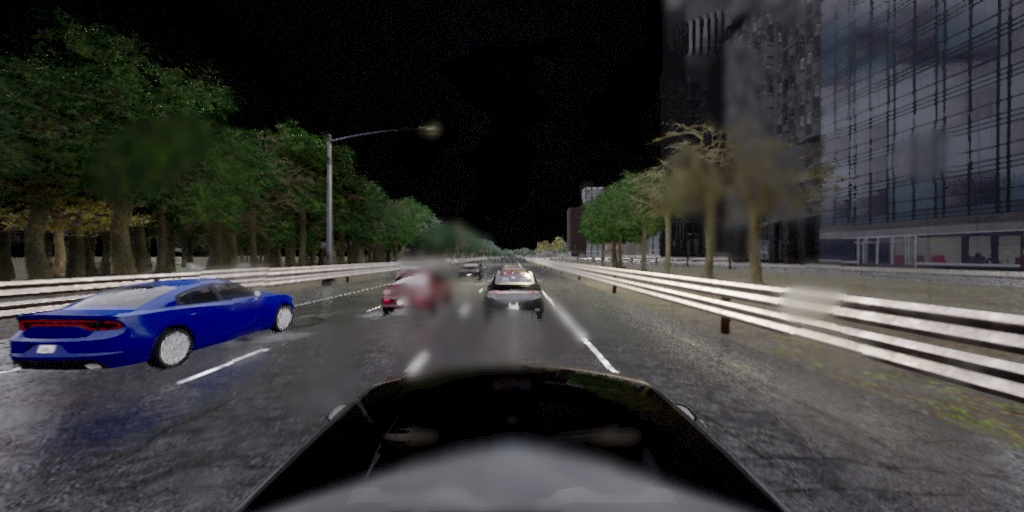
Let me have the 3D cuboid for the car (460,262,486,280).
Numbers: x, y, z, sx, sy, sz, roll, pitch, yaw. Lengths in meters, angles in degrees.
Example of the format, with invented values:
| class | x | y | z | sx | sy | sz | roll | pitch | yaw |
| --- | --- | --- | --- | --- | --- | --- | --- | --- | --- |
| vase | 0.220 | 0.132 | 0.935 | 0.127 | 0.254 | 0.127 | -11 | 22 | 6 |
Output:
| class | x | y | z | sx | sy | sz | roll | pitch | yaw |
| --- | --- | --- | --- | --- | --- | --- | --- | --- | --- |
| car | -3.403 | 1.279 | 31.305 | 1.837 | 1.490 | 4.892 | 0 | 0 | 0 |

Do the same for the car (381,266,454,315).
| class | x | y | z | sx | sy | sz | roll | pitch | yaw |
| --- | --- | --- | --- | --- | --- | --- | --- | --- | --- |
| car | -3.408 | 1.289 | 13.496 | 1.812 | 1.442 | 4.674 | 0 | 0 | 0 |

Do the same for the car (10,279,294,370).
| class | x | y | z | sx | sy | sz | roll | pitch | yaw |
| --- | --- | --- | --- | --- | --- | --- | --- | --- | --- |
| car | -6.929 | 1.235 | 7.830 | 1.882 | 1.535 | 5.008 | 0 | 0 | 0 |

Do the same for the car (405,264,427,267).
| class | x | y | z | sx | sy | sz | roll | pitch | yaw |
| --- | --- | --- | --- | --- | --- | --- | --- | --- | --- |
| car | -6.914 | 1.320 | 26.236 | 2.033 | 1.411 | 5.357 | 0 | 0 | 0 |

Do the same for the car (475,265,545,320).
| class | x | y | z | sx | sy | sz | roll | pitch | yaw |
| --- | --- | --- | --- | --- | --- | --- | --- | --- | --- |
| car | 0.089 | 1.254 | 12.634 | 2.128 | 1.511 | 4.902 | 0 | 0 | 0 |
